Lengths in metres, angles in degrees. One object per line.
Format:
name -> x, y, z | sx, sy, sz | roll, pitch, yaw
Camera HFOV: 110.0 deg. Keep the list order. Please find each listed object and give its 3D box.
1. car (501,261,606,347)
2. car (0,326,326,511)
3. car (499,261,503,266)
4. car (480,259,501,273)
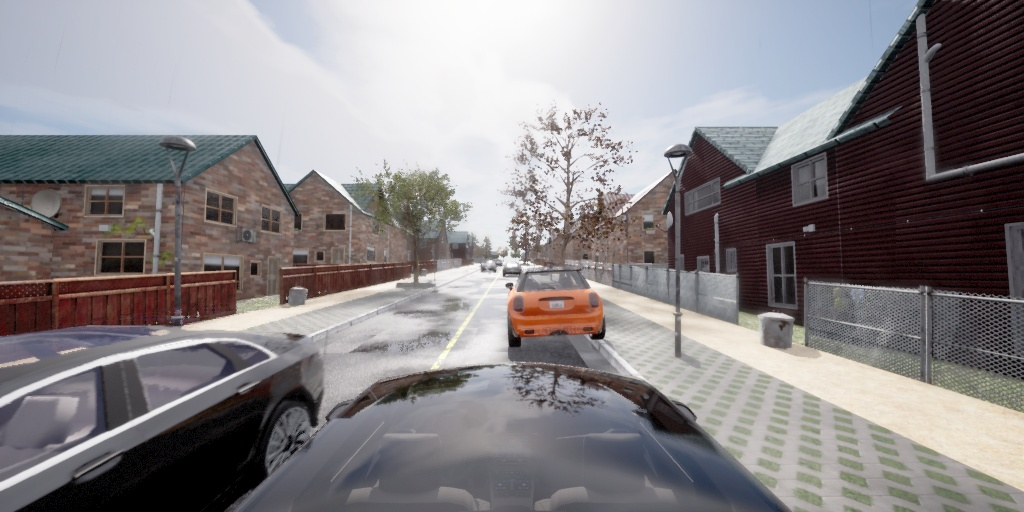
car -> 0.916, 1.061, 9.500 | 2.097, 1.767, 4.553 | -3, -1, 0
car -> -2.848, 1.241, 1.749 | 2.128, 1.511, 4.902 | 0, 0, 0
car -> 0.031, 1.360, 36.992 | 1.994, 1.385, 4.181 | 0, 0, 0
car -> -2.897, 1.299, 45.094 | 2.128, 1.511, 4.902 | 0, 0, 0
